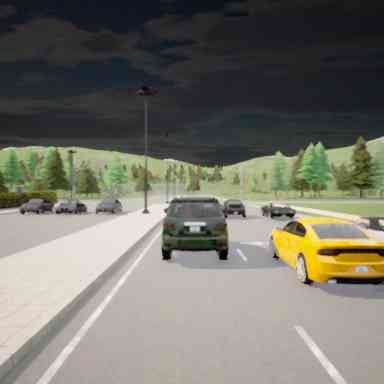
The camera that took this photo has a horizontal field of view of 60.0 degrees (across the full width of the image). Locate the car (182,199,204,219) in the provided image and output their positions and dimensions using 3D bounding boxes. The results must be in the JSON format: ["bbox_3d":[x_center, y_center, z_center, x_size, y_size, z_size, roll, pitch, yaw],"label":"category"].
[{"bbox_3d":[0.065,1.430,29.410,1.837,1.490,4.892,0,0,0],"label":"car"}]

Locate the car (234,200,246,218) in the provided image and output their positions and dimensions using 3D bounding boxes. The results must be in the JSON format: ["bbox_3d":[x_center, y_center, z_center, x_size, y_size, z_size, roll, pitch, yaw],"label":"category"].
[{"bbox_3d":[3.565,1.430,29.498,1.837,1.490,4.892,0,0,0],"label":"car"}]

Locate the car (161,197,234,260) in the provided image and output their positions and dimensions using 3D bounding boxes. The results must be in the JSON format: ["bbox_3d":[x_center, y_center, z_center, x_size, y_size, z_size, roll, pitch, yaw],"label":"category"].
[{"bbox_3d":[0.092,1.188,12.475,2.150,2.045,5.566,0,0,0],"label":"car"}]

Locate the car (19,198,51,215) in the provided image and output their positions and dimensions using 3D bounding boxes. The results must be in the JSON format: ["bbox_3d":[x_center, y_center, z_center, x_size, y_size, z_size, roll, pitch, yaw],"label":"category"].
[{"bbox_3d":[-15.135,1.423,32.761,1.837,1.490,4.892,0,0,0],"label":"car"}]

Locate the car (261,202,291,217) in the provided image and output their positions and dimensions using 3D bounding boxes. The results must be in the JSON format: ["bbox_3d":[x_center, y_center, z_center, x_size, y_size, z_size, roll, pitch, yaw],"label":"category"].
[{"bbox_3d":[7.073,1.530,27.888,1.895,1.301,4.718,0,0,0],"label":"car"}]

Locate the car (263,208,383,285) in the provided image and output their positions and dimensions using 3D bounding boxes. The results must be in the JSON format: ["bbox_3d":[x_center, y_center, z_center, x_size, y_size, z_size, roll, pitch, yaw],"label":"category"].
[{"bbox_3d":[3.583,1.453,9.472,1.882,1.535,5.008,0,1,0],"label":"car"}]

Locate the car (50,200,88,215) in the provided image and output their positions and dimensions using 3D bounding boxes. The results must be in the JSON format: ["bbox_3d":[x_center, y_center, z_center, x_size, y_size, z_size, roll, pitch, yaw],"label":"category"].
[{"bbox_3d":[-11.633,1.483,32.276,1.994,1.385,4.181,0,0,0],"label":"car"}]

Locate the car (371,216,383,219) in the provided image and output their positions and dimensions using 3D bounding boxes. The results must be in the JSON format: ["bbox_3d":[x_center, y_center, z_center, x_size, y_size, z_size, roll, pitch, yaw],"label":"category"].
[{"bbox_3d":[7.091,1.568,12.675,1.895,1.301,4.718,0,0,0],"label":"car"}]

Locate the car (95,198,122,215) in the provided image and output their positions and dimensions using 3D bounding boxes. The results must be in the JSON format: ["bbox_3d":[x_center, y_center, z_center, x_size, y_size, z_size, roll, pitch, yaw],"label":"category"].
[{"bbox_3d":[-8.136,1.422,32.821,1.837,1.490,4.892,0,0,0],"label":"car"}]
